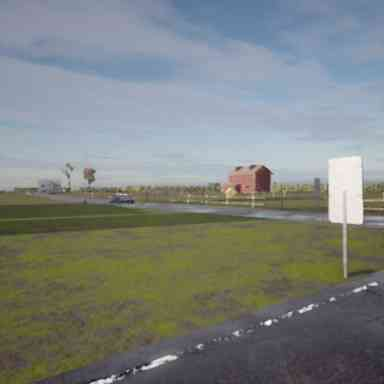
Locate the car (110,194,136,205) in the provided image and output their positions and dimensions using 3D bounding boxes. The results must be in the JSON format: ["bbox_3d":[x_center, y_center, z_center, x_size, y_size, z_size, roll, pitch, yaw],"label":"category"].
[{"bbox_3d":[-10.091,1.043,47.821,2.033,1.411,5.357,-2,1,-36],"label":"car"}]
